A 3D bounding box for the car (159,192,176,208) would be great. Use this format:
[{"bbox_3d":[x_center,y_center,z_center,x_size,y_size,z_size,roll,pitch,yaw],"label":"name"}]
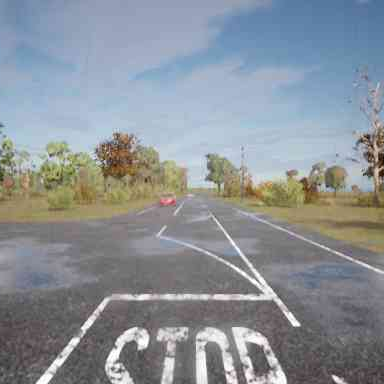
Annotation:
[{"bbox_3d":[-3.412,1.074,46.828,2.150,2.045,5.566,0,0,0],"label":"car"}]
